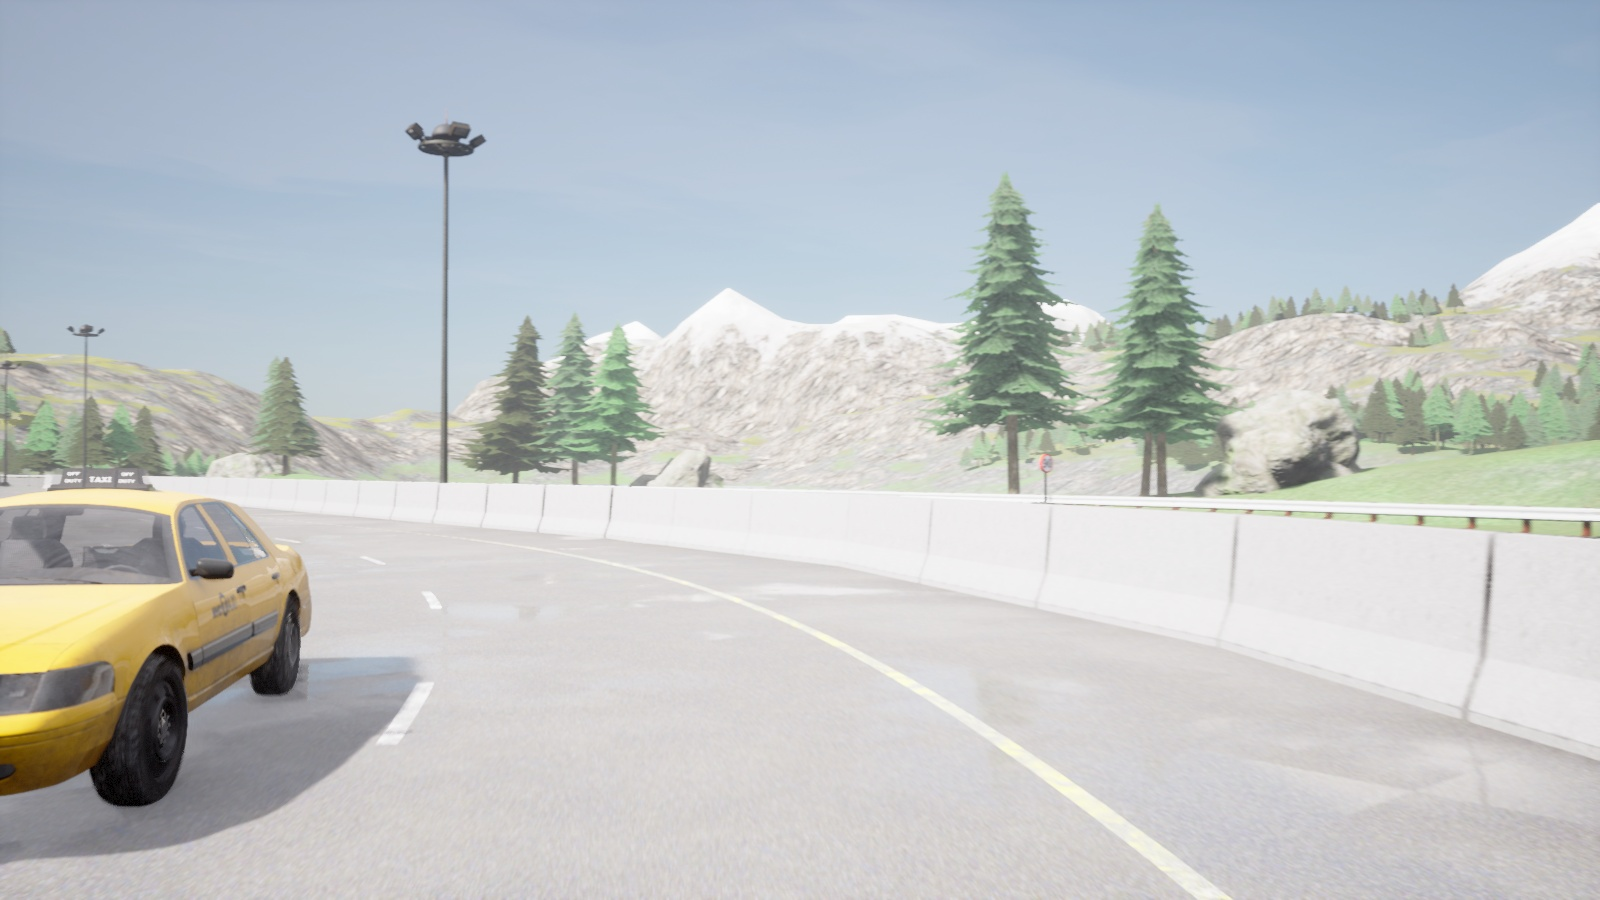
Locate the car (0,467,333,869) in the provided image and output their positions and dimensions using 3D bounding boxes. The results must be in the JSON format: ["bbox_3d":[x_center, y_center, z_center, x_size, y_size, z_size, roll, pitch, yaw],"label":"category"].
[{"bbox_3d":[-4.191,0.908,7.474,1.801,1.575,5.366,0,-1,-11],"label":"car"}]
